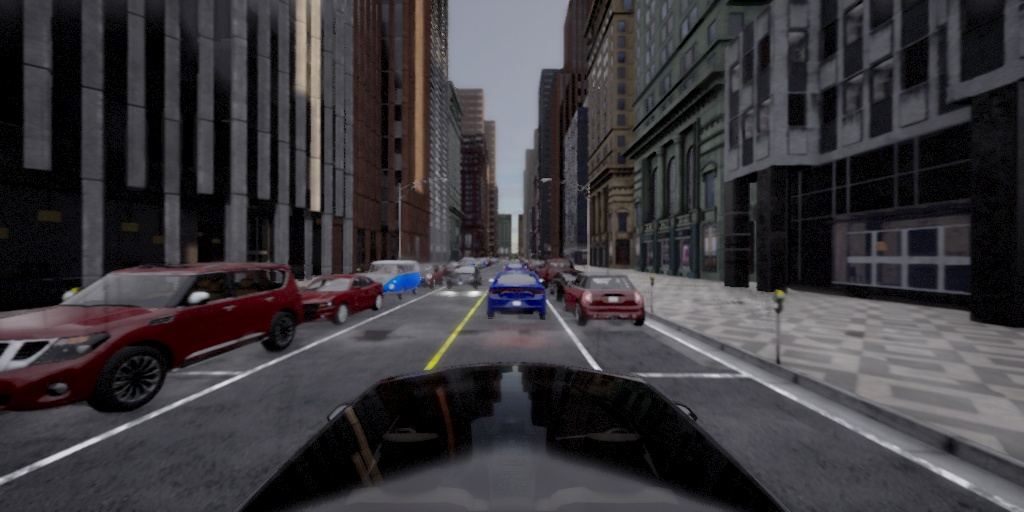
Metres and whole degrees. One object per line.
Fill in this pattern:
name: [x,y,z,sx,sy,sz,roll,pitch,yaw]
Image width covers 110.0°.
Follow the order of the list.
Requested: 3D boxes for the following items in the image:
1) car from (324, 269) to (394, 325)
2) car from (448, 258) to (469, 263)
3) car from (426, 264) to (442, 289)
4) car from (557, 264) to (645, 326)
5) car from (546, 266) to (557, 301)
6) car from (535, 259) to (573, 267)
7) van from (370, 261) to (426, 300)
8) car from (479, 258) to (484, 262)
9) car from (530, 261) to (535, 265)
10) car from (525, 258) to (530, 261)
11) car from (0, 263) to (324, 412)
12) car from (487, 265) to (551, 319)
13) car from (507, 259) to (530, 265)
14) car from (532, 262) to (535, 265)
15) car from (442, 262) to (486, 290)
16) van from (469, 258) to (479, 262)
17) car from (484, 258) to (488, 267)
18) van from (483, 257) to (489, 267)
car: [-5.717,1.298,11.863,1.888,1.381,4.507,0,0,0]
car: [-5.588,1.239,34.410,1.967,1.591,4.097,0,0,0]
car: [-5.653,1.216,23.137,1.967,1.591,4.097,0,0,0]
car: [2.808,1.219,11.824,1.967,1.591,4.097,0,0,0]
car: [2.840,1.356,17.461,1.948,1.339,4.313,0,0,0]
car: [2.872,1.117,23.097,2.192,1.841,5.009,0,0,0]
van: [-5.685,1.105,17.500,1.690,1.789,3.998,0,0,0]
car: [-5.493,1.361,51.150,1.751,1.417,4.829,0,0,0]
car: [2.937,1.391,34.370,1.948,1.339,4.313,0,0,0]
car: [3.001,1.289,45.641,1.967,1.591,4.097,0,0,0]
car: [-5.749,1.056,6.226,2.192,1.841,5.009,0,0,0]
car: [0.155,1.251,13.048,1.882,1.535,5.008,0,0,0]
car: [0.254,1.287,30.602,1.882,1.535,5.008,0,0,0]
car: [2.904,1.359,28.733,1.888,1.381,4.507,0,0,0]
car: [-2.974,1.310,23.157,1.812,1.442,4.674,0,0,0]
van: [-5.524,1.163,45.683,1.690,1.789,3.998,0,0,0]
car: [-5.460,1.399,56.955,2.007,1.370,4.403,0,0,0]
van: [-5.427,1.203,62.592,1.690,1.789,3.998,0,0,0]
